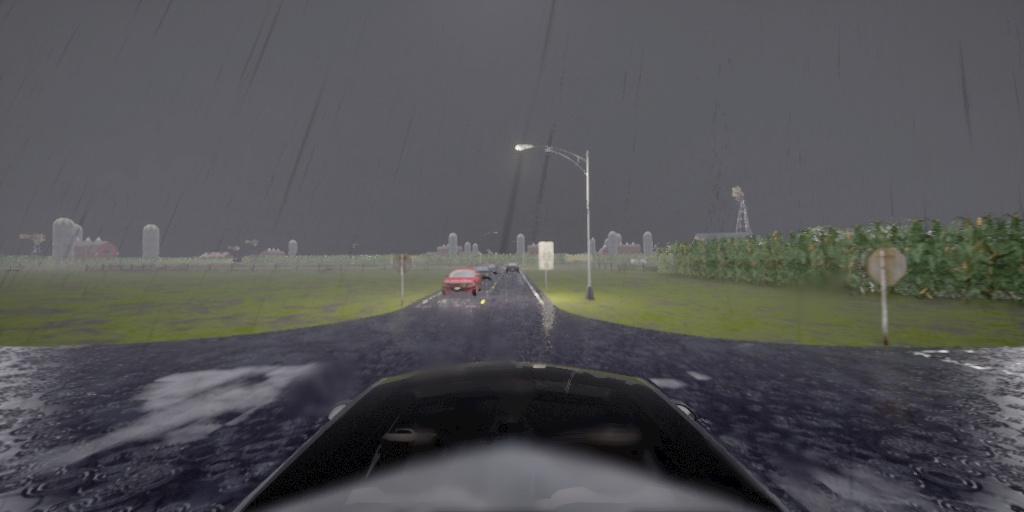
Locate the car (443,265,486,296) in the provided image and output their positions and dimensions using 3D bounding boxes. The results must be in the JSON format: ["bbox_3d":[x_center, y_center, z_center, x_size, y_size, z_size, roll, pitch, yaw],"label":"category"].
[{"bbox_3d":[-2.859,1.462,21.438,1.882,1.535,5.008,-1,0,0],"label":"car"}]

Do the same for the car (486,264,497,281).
[{"bbox_3d":[-2.860,1.643,34.718,2.033,1.411,5.357,-1,0,0],"label":"car"}]

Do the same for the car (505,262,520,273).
[{"bbox_3d":[0.077,1.670,51.336,1.882,1.535,5.008,-1,0,0],"label":"car"}]
